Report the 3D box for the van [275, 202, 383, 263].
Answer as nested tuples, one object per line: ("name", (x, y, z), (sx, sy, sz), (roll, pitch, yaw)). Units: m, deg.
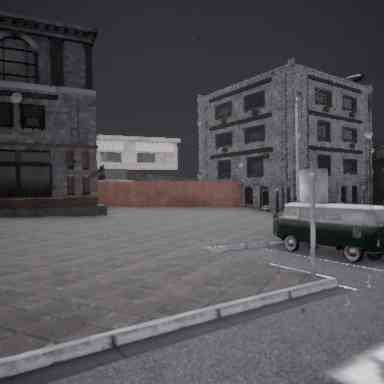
("van", (5.259, 1.430, 12.898), (1.878, 1.987, 4.442), (2, -1, -35))
